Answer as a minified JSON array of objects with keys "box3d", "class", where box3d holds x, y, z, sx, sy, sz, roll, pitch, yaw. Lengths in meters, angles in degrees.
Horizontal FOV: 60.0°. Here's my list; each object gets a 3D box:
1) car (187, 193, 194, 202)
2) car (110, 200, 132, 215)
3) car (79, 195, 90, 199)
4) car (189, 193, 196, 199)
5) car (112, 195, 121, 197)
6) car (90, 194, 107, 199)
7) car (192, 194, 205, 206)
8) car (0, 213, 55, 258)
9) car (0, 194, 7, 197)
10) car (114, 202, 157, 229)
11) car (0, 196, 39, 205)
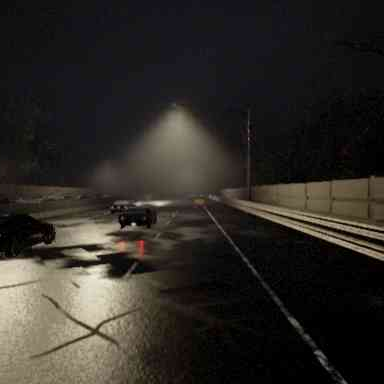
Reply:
[{"box3d":[0.065,1.430,73.528,1.812,1.442,4.674,0,0,0],"class":"car"},{"box3d":[-6.870,1.512,33.733,2.033,1.411,5.357,0,0,0],"class":"car"},{"box3d":[-24.433,1.370,76.049,1.812,1.442,4.674,0,0,0],"class":"car"},{"box3d":[0.084,1.193,95.113,2.097,1.767,4.553,0,0,0],"class":"car"},{"box3d":[-17.432,1.418,76.428,1.895,1.301,4.718,0,0,0],"class":"car"},{"box3d":[-20.933,1.223,75.659,2.097,1.767,4.553,0,0,0],"class":"car"},{"box3d":[1.274,1.412,55.162,1.801,1.575,5.366,0,0,0],"class":"car"},{"box3d":[-6.888,1.511,12.613,1.812,1.442,4.674,0,0,0],"class":"car"},{"box3d":[-21.064,1.186,34.198,2.150,2.045,5.566,0,0,0],"class":"car"},{"box3d":[-3.381,1.577,21.529,1.895,1.301,4.718,0,0,0],"class":"car"},{"box3d":[-17.561,1.456,34.952,2.128,1.511,4.902,0,0,0],"class":"car"}]
